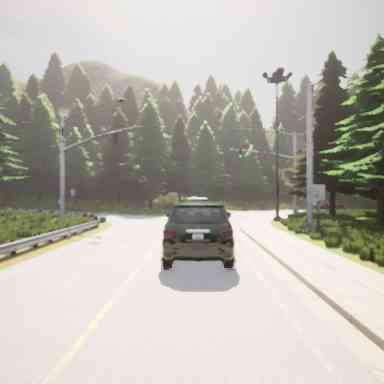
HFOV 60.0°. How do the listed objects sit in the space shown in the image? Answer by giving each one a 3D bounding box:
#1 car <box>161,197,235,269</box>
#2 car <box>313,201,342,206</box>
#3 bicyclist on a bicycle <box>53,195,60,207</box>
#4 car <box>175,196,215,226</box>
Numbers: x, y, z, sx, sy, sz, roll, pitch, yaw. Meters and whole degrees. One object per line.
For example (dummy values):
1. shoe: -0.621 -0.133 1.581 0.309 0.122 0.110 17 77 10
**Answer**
1. car: 0.223 1.308 11.662 2.150 2.045 5.566 0 0 1
2. car: 18.658 1.949 46.874 4.718 1.301 1.895 0 0 -10
3. bicyclist on a bicycle: -16.721 1.186 41.382 0.582 1.620 1.656 4 11 16
4. car: 0.073 1.417 26.458 2.150 2.045 5.566 1 0 -10
